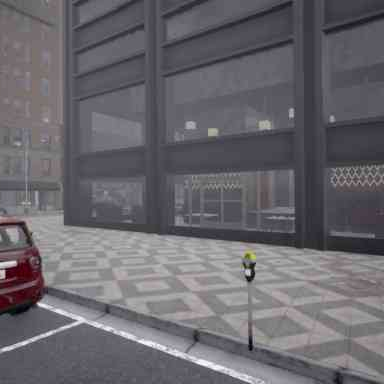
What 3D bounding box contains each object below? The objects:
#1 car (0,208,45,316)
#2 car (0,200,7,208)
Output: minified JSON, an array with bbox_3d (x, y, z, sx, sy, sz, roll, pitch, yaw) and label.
[{"bbox_3d":[-4.828,1.317,6.295,5.009,1.841,2.192,0,-1,35],"label":"car"},{"bbox_3d":[-19.250,1.503,29.964,2.097,1.767,4.553,-1,-1,36],"label":"car"}]
